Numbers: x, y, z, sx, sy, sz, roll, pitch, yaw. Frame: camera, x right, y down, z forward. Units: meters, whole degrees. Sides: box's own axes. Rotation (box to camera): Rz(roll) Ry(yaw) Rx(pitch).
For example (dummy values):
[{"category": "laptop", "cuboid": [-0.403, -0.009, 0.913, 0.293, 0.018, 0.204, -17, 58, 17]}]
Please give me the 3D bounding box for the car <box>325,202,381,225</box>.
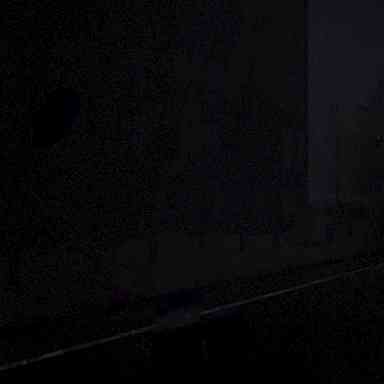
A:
[{"category": "car", "cuboid": [12.280, 1.476, 24.455, 2.128, 1.511, 4.902, 0, 0, -35]}]
